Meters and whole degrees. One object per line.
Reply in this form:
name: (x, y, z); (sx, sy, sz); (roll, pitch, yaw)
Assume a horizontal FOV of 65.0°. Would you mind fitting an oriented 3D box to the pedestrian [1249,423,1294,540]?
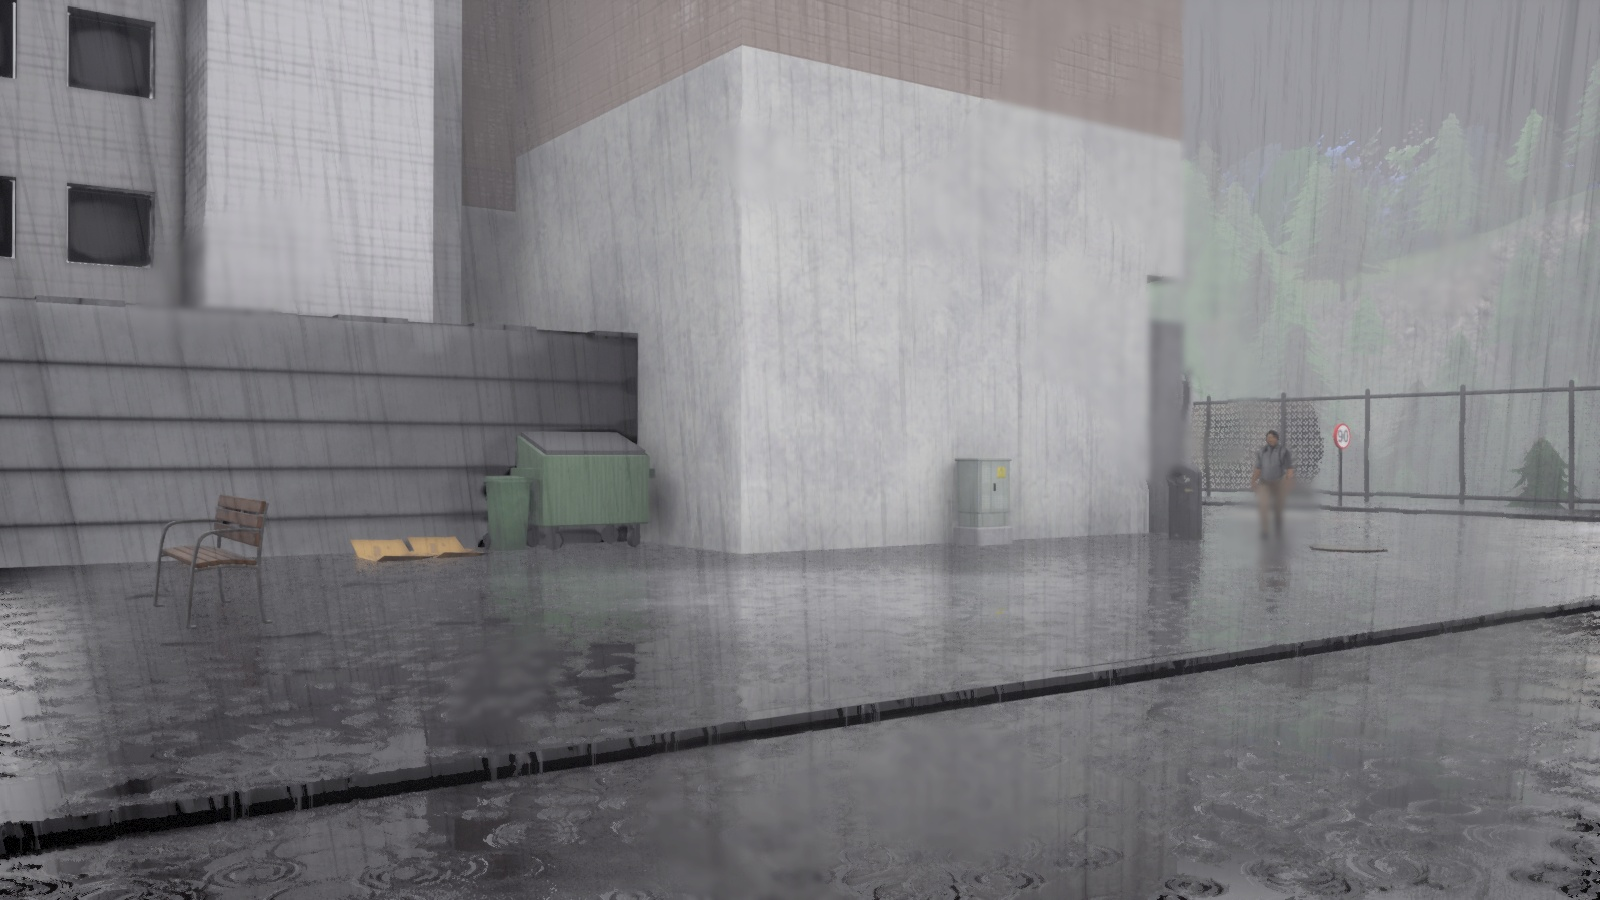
pedestrian: (7.641, 0.496, 20.340); (0.540, 1.848, 0.694); (0, 0, 34)
